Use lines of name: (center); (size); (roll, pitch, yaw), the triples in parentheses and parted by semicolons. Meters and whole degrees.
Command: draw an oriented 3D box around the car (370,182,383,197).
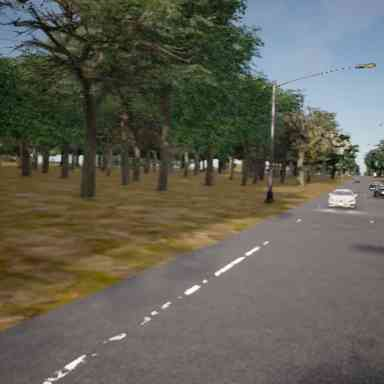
car: (24.308, -0.122, 42.475); (2.128, 1.511, 4.902); (3, 4, 27)

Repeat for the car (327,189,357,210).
car: (12.062, 0.520, 26.565); (1.812, 1.442, 4.674); (3, 4, 27)
